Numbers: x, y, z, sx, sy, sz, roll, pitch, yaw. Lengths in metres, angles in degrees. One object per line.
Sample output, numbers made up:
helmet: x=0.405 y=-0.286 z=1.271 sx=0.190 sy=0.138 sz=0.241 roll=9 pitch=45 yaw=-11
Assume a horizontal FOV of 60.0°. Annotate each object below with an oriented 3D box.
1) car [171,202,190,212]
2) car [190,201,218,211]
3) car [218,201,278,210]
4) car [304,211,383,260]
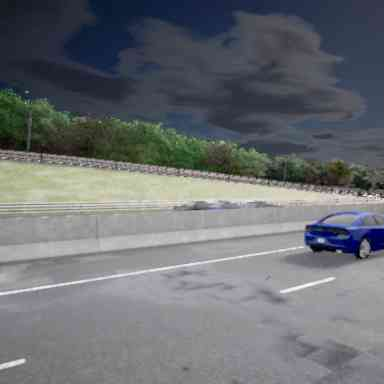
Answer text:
car: x=0.340 y=1.518 z=30.072 sx=4.674 sy=1.442 sz=1.812 roll=0 pitch=0 yaw=-36
car: x=2.458 y=1.519 z=27.286 sx=4.674 sy=1.442 sz=1.812 roll=0 pitch=0 yaw=-36
car: x=4.588 y=1.471 z=24.507 sx=5.008 sy=1.535 sz=1.882 roll=0 pitch=0 yaw=-36
car: x=6.333 y=1.473 z=12.572 sx=5.008 sy=1.535 sz=1.882 roll=0 pitch=0 yaw=-35
